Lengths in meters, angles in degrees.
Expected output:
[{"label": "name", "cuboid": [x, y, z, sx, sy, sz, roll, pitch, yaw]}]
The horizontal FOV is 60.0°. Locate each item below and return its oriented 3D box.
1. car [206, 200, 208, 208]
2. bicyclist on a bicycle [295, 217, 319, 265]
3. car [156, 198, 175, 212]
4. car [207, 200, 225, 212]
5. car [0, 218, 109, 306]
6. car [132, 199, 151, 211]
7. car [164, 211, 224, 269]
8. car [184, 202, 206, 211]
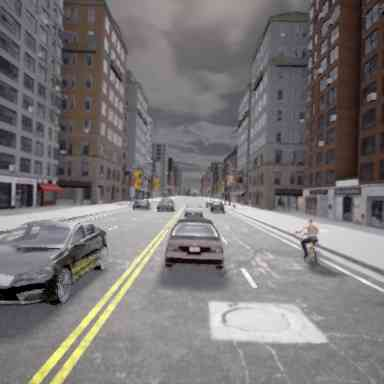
[{"label": "car", "cuboid": [3.397, 2.129, 60.371, 2.033, 1.411, 5.357, 2, 0, 0]}, {"label": "bicyclist on a bicycle", "cuboid": [4.135, 1.673, 11.788, 0.866, 1.612, 1.509, 2, 0, 0]}, {"label": "car", "cuboid": [-3.250, 1.552, 41.998, 2.097, 1.767, 4.553, 2, 0, 0]}, {"label": "car", "cuboid": [3.434, 1.995, 45.836, 1.812, 1.442, 4.674, 2, 0, 0]}, {"label": "car", "cuboid": [-3.385, 1.430, 8.036, 2.128, 1.511, 4.902, 2, 0, 0]}, {"label": "car", "cuboid": [-6.501, 1.656, 43.241, 1.994, 1.385, 4.181, 2, 0, 0]}, {"label": "car", "cuboid": [0.073, 1.637, 11.623, 2.033, 1.411, 5.357, 2, 0, 0]}, {"label": "car", "cuboid": [0.156, 1.869, 34.992, 1.895, 1.301, 4.718, 2, 0, 0]}]
